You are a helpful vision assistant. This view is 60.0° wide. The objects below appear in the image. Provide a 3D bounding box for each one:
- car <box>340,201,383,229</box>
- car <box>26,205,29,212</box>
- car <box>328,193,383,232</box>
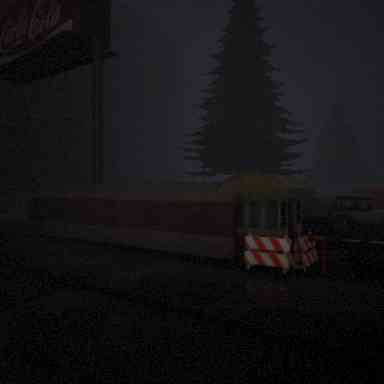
[{"bbox_3d":[11.219,1.338,19.680,4.193,1.474,1.816,0,0,35],"label":"car"},{"bbox_3d":[-15.330,1.489,35.862,2.128,1.511,4.902,0,0,35],"label":"car"},{"bbox_3d":[9.282,1.149,17.621,3.866,1.878,1.905,0,0,35],"label":"car"}]
